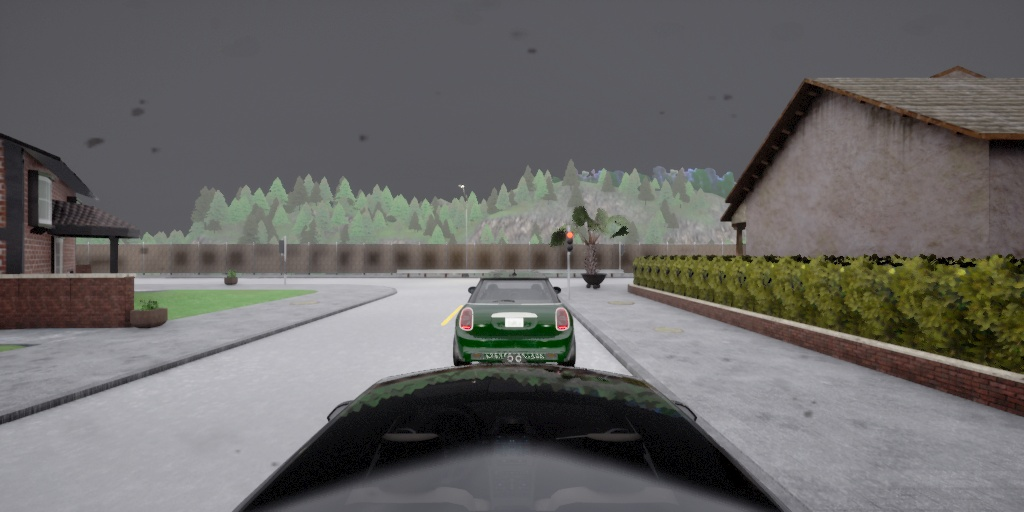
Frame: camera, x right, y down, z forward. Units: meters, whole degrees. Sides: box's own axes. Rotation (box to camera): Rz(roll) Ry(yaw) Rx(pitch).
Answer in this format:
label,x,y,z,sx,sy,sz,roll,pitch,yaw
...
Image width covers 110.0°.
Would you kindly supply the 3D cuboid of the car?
label,x,y,z,sx,sy,sz,roll,pitch,yaw
car,0.057,1.102,7.953,2.097,1.767,4.553,0,0,0
